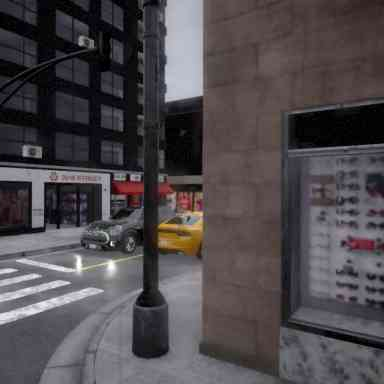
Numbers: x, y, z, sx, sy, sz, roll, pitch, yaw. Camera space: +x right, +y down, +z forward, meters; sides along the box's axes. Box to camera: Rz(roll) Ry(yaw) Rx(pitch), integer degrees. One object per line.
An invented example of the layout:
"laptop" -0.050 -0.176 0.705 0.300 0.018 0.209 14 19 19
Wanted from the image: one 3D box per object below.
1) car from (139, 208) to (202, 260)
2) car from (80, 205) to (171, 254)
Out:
"car" 0.463 1.500 12.849 1.882 1.535 5.008 0 0 33
"car" -2.323 1.365 13.798 2.097 1.767 4.553 0 0 33
